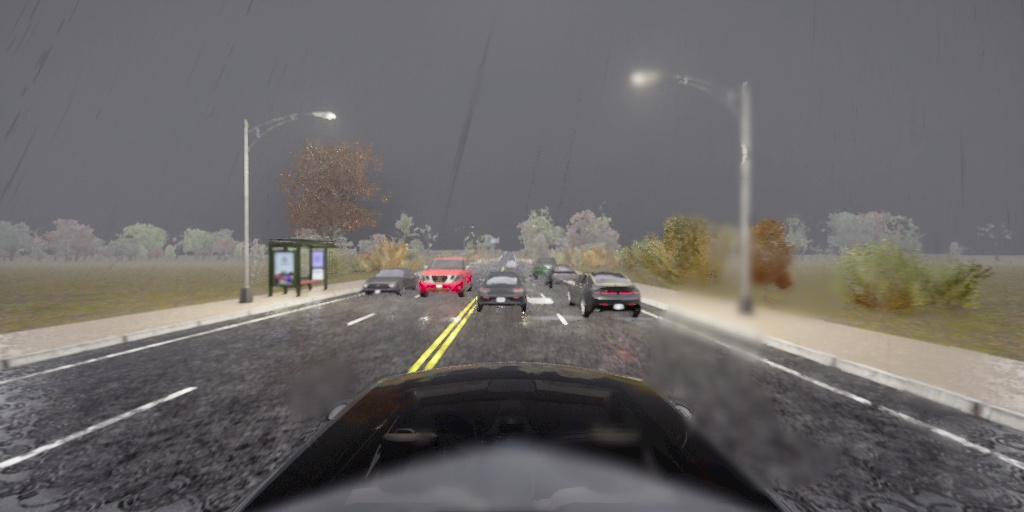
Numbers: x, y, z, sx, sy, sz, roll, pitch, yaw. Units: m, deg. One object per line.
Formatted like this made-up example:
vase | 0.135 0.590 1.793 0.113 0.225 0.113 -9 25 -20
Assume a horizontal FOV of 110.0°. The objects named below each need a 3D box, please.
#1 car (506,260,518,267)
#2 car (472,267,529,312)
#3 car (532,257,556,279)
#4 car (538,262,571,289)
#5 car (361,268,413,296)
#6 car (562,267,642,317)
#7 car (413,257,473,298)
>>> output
car | 0.023 1.515 60.475 1.812 1.442 4.674 0 0 1
car | -0.307 1.336 14.550 1.812 1.442 4.674 0 0 2
car | 3.220 1.119 35.349 2.150 2.045 5.566 0 0 0
car | 3.231 1.344 24.318 2.128 1.511 4.902 0 0 0
car | -6.614 1.384 20.307 2.033 1.411 5.357 0 0 0
car | 3.241 1.308 13.318 1.837 1.490 4.892 0 0 0
car | -3.362 1.054 19.312 2.150 2.045 5.566 0 0 0
